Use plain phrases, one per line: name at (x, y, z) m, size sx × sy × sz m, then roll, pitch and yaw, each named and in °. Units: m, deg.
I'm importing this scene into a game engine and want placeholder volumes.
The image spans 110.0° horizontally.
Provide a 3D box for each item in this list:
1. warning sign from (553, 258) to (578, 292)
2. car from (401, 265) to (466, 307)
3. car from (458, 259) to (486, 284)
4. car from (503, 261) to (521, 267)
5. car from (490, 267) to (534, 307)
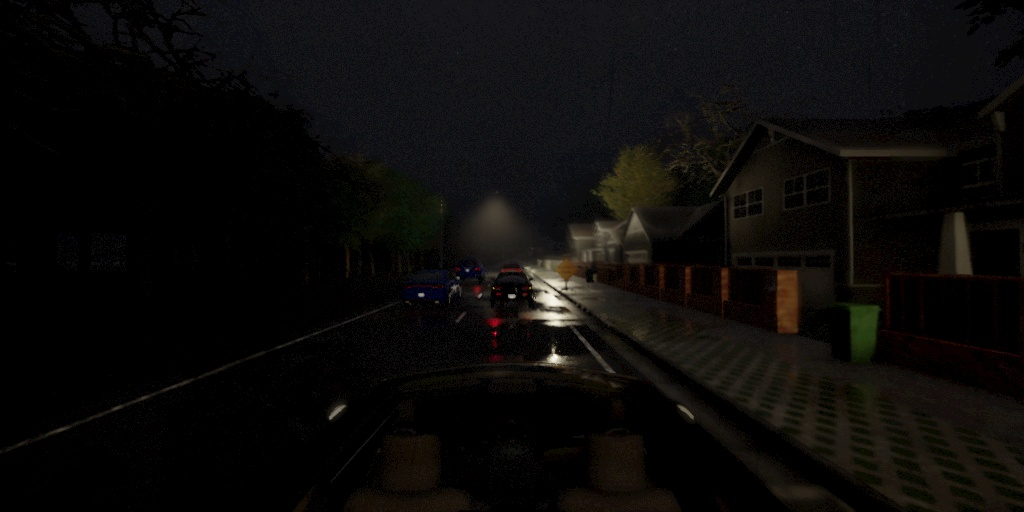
warning sign at (3.046, 1.041, 20.070) m, size 1.300 × 1.860 × 1.060 m, roll 0°, pitch 0°, yaw 0°
car at (-3.497, 1.367, 16.333) m, size 1.882 × 1.535 × 5.008 m, roll 0°, pitch 0°, yaw 0°
car at (-3.504, 1.245, 30.876) m, size 2.150 × 2.045 × 5.566 m, roll 0°, pitch 0°, yaw 0°
car at (-0.004, 1.379, 30.940) m, size 2.097 × 1.767 × 4.553 m, roll 0°, pitch -1°, yaw 0°
car at (0.002, 1.415, 16.263) m, size 1.812 × 1.442 × 4.674 m, roll 0°, pitch 0°, yaw 0°
